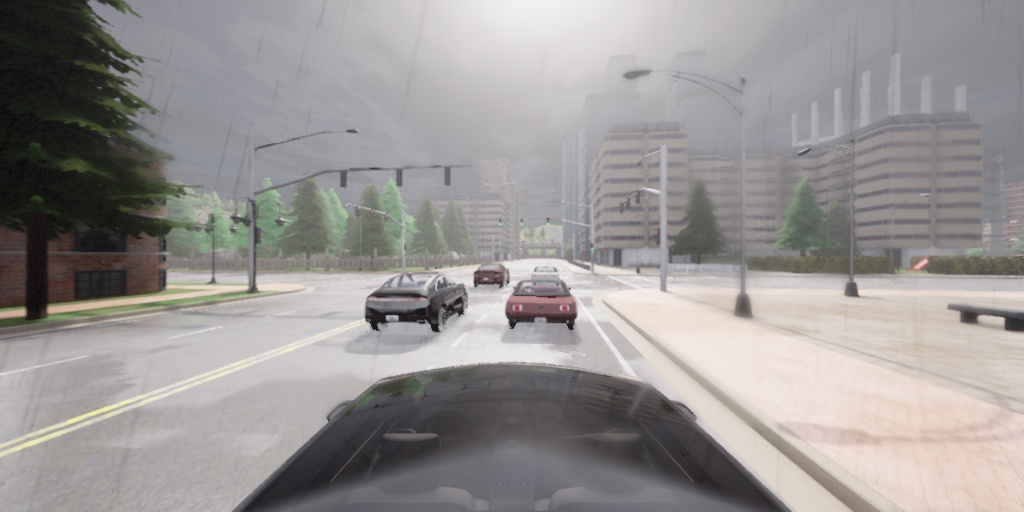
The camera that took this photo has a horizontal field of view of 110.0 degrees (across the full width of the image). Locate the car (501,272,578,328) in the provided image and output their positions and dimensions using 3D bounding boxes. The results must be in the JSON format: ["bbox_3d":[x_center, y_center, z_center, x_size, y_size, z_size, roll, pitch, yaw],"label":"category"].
[{"bbox_3d":[0.941,1.362,11.389,1.895,1.301,4.718,0,0,5],"label":"car"}]

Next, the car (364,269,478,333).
[{"bbox_3d":[-2.606,1.244,10.801,2.128,1.511,4.902,0,0,4],"label":"car"}]

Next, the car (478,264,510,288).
[{"bbox_3d":[-1.281,1.245,24.234,1.882,1.535,5.008,0,0,7],"label":"car"}]

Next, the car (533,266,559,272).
[{"bbox_3d":[2.479,1.379,26.138,1.895,1.301,4.718,0,0,8],"label":"car"}]
